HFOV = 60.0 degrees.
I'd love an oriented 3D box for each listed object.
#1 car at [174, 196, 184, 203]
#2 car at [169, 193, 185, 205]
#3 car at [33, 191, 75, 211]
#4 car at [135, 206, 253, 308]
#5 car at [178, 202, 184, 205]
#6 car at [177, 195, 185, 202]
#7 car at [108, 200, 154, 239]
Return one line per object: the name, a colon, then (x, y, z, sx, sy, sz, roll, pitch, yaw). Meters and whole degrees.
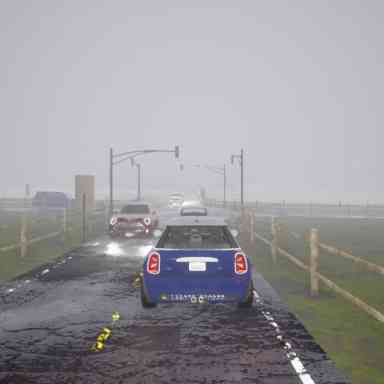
car: (-2.733, 1.615, 69.899, 1.895, 1.301, 4.718, 0, 0, 0)
car: (-2.838, 1.237, 59.878, 2.150, 2.045, 5.566, 0, 0, 0)
car: (-14.483, 0.977, 36.543, 5.566, 2.045, 2.150, 1, 0, -3)
car: (0.096, 1.353, 8.068, 2.097, 1.767, 4.553, 0, 0, 0)
car: (0.091, 1.507, 17.234, 1.837, 1.490, 4.892, 0, 0, 0)
car: (-2.700, 1.549, 80.242, 1.812, 1.442, 4.674, 0, 0, 0)
car: (-2.896, 1.355, 17.401, 2.097, 1.767, 4.553, 0, 0, -1)
